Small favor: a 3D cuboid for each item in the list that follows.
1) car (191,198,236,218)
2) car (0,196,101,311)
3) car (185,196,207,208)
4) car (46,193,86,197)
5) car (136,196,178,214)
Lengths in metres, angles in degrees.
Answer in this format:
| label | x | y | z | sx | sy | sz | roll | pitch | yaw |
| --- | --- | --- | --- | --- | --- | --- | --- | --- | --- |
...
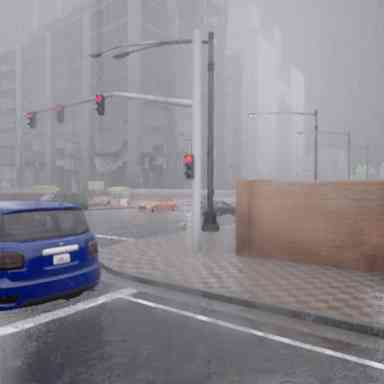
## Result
| label | x | y | z | sx | sy | sz | roll | pitch | yaw |
| --- | --- | --- | --- | --- | --- | --- | --- | --- | --- |
| car | 2.281 | 1.449 | 29.550 | 1.812 | 1.442 | 4.674 | 0 | 0 | 36 |
| car | -4.341 | 1.184 | 7.080 | 5.566 | 2.045 | 2.150 | 0 | 0 | 36 |
| car | 1.041 | 1.374 | 46.058 | 1.837 | 1.490 | 4.892 | 0 | 0 | 36 |
| car | -11.562 | 1.089 | 28.610 | 2.150 | 2.045 | 5.566 | 0 | 0 | 36 |
| car | -3.503 | 1.240 | 33.794 | 2.097 | 1.767 | 4.553 | 0 | 0 | 36 |
